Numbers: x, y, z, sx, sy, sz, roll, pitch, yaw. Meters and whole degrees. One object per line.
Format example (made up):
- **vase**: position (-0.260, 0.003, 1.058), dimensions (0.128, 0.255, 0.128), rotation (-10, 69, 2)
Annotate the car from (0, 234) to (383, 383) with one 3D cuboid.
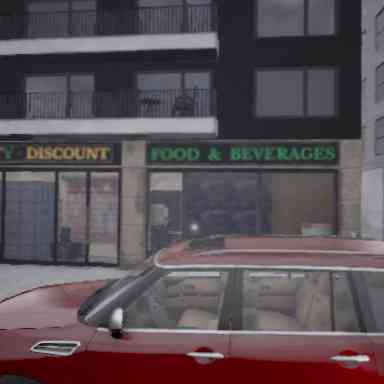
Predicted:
- **car**: position (0.306, 1.395, 3.352), dimensions (5.009, 1.841, 2.192), rotation (0, -1, 6)
